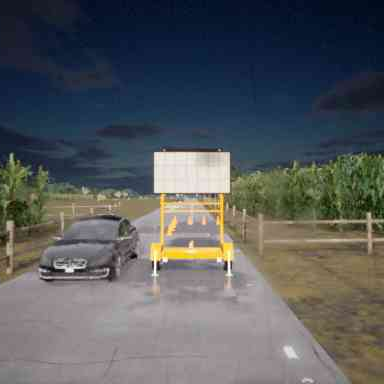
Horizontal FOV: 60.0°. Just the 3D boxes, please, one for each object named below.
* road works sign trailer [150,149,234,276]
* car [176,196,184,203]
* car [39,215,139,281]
[{"bbox_3d":[0.002,0.465,10.333,2.380,3.560,2.880,0,0,0],"label":"road works sign trailer"},{"bbox_3d":[-2.743,1.754,78.571,1.837,1.490,4.892,0,0,0],"label":"car"},{"bbox_3d":[-2.749,1.505,9.888,1.837,1.490,4.892,0,0,0],"label":"car"}]
